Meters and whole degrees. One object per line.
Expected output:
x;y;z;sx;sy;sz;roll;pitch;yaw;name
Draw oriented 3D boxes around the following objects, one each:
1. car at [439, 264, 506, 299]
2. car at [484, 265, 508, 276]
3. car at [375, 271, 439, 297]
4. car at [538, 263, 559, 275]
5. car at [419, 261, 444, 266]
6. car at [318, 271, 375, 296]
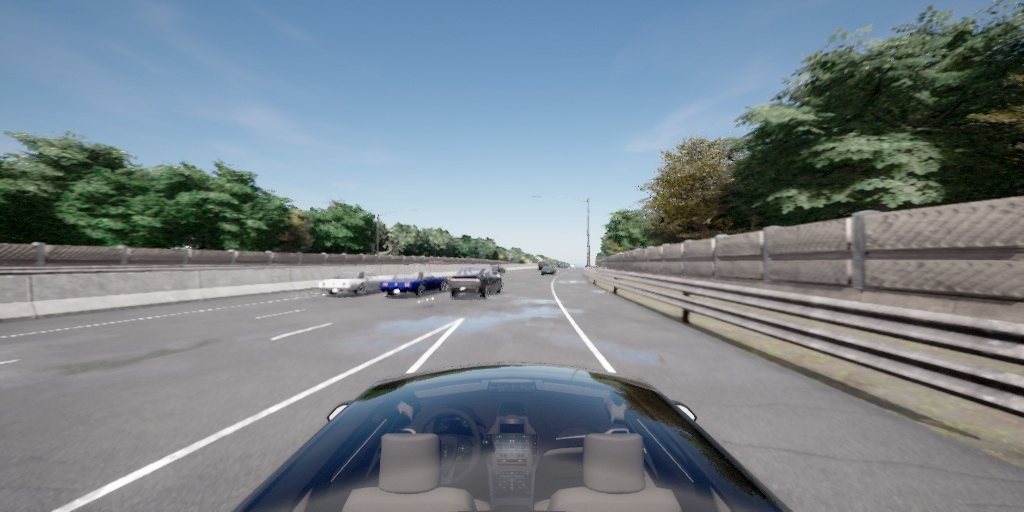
-1.802;1.375;19.151;2.128;1.511;4.902;0;-1;12;car
-2.204;1.987;51.144;2.128;1.511;4.902;0;-1;12;car
-5.240;1.484;19.895;1.895;1.301;4.718;-1;-1;12;car
5.665;2.176;54.533;1.994;1.385;4.181;0;-1;12;car
-13.873;1.883;63.708;2.150;2.045;5.566;0;-1;12;car
-8.656;1.518;20.618;1.895;1.301;4.718;-1;-1;12;car
